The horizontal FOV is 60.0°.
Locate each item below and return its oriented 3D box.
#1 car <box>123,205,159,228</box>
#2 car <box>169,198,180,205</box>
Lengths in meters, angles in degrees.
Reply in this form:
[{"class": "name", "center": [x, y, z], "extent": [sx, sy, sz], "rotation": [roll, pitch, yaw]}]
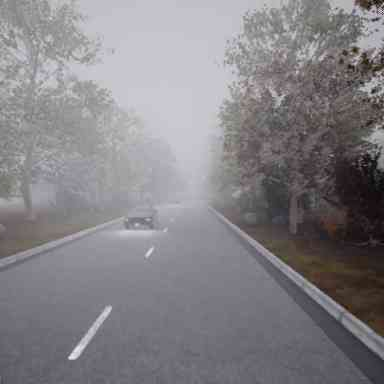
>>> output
[{"class": "car", "center": [-3.329, 1.612, 22.824], "extent": [2.033, 1.411, 5.357], "rotation": [0, 0, 0]}, {"class": "car", "center": [-3.212, 1.732, 63.314], "extent": [1.895, 1.301, 4.718], "rotation": [0, 0, 1]}]
